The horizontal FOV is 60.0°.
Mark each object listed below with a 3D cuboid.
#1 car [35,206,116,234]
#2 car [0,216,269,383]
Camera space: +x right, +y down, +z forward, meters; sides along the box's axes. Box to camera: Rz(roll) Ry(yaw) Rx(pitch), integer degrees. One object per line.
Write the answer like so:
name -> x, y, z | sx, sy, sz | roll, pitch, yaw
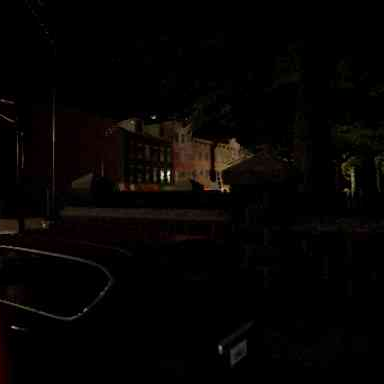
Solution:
car -> -7.278, 1.695, 21.256 | 1.812, 1.442, 4.674 | -1, -1, 35
car -> -1.593, 1.339, 3.960 | 5.009, 1.841, 2.192 | 0, -1, 35
